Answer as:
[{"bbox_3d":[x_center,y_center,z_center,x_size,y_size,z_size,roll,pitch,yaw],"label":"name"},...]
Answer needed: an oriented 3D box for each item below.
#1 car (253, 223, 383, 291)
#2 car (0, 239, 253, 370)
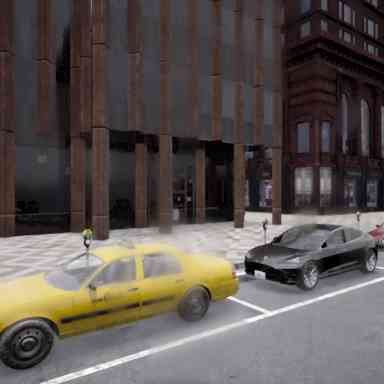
[{"bbox_3d":[3.363,1.566,9.046,4.313,1.339,1.947,0,0,-35],"label":"car"},{"bbox_3d":[-1.365,1.525,5.675,4.829,1.417,1.752,0,0,-35],"label":"car"}]
